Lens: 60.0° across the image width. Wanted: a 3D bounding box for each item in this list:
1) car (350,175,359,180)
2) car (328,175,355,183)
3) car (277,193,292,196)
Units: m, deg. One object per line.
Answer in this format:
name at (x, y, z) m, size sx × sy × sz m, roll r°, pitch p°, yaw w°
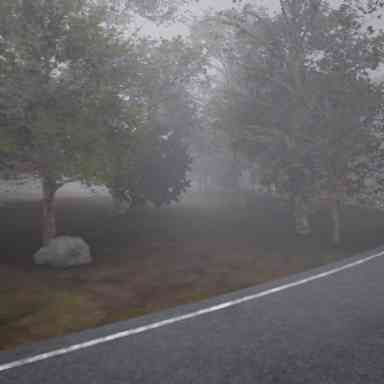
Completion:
car at (32.646, -2.711, 68.272) m, size 5.008 × 1.535 × 1.882 m, roll -4°, pitch 3°, yaw -8°
car at (32.082, -2.830, 71.478) m, size 5.008 × 1.535 × 1.882 m, roll -4°, pitch 3°, yaw -8°
car at (13.622, -0.550, 46.812) m, size 2.150 × 2.045 × 5.566 m, roll -5°, pitch 3°, yaw -7°
